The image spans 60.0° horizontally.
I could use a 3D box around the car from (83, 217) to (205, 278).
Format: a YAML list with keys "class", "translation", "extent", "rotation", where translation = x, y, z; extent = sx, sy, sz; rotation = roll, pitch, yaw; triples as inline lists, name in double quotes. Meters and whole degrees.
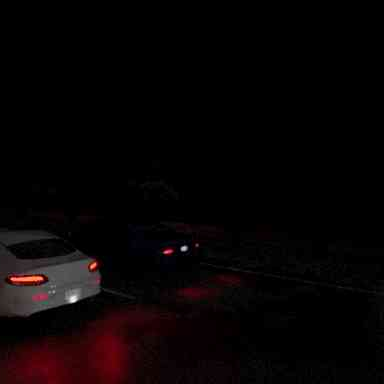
- class: "car"
  translation: [-2.224, 1.452, 9.909]
  extent: [5.357, 1.411, 2.033]
  rotation: [1, 1, 36]

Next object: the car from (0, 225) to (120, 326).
- class: "car"
  translation: [-3.790, 1.441, 6.726]
  extent: [4.674, 1.442, 1.812]
  rotation: [1, 1, 36]
